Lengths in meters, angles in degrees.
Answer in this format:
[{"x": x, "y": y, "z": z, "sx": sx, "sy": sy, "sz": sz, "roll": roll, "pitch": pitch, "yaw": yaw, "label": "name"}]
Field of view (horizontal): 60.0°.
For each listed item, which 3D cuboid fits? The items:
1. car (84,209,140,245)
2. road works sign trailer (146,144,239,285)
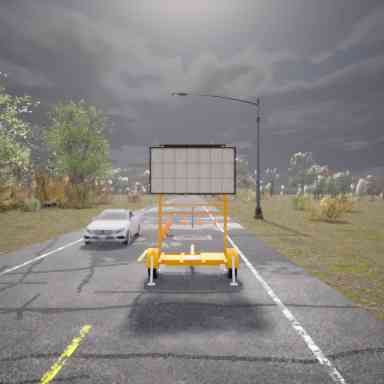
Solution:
[{"x": -3.574, "y": 1.529, "z": 15.632, "sx": 1.812, "sy": 1.442, "sz": 4.674, "roll": 0, "pitch": 0, "yaw": 0, "label": "car"}, {"x": 0.017, "y": 0.466, "z": 9.436, "sx": 2.380, "sy": 3.560, "sz": 2.880, "roll": 0, "pitch": 0, "yaw": 0, "label": "road works sign trailer"}]
